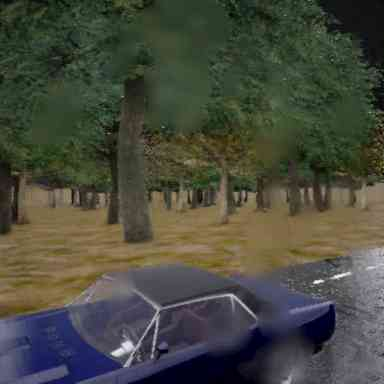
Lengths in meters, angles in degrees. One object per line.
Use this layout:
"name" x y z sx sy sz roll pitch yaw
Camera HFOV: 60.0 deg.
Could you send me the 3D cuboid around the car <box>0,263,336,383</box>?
"car" -0.579 1.597 3.580 4.718 1.301 1.895 0 0 -36
